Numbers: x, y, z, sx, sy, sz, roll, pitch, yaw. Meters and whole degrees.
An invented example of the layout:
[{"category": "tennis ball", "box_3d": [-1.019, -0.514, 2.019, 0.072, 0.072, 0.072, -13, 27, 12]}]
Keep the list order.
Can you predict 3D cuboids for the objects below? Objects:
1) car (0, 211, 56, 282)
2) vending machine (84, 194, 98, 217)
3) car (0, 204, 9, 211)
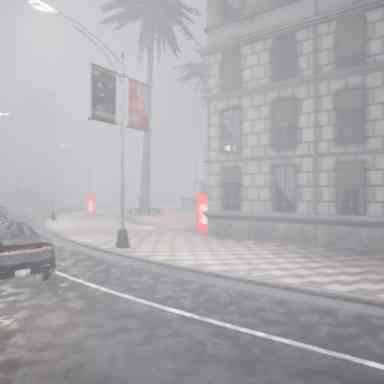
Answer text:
[{"category": "car", "box_3d": [-5.306, 1.494, 8.750, 4.902, 1.511, 2.128, 0, 0, 44]}, {"category": "vending machine", "box_3d": [-9.121, 1.200, 30.040, 1.100, 2.100, 0.880, 0, 0, -11]}, {"category": "car", "box_3d": [-15.217, 1.530, 25.203, 1.812, 1.442, 4.674, 0, 0, -18]}]
